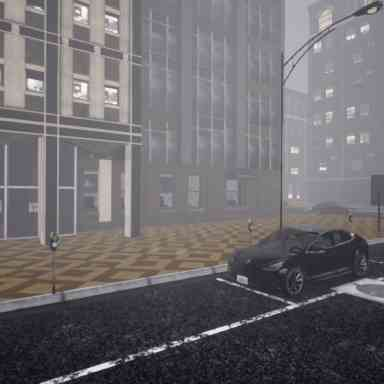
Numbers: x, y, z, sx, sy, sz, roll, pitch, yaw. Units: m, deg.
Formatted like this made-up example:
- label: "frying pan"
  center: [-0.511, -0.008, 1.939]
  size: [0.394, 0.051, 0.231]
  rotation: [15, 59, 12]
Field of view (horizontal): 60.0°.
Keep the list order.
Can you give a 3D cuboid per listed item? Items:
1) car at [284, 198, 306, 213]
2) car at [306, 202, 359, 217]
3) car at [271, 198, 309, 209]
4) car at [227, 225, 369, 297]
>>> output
- label: "car"
  center: [9.754, 1.466, 34.749]
  size: [1.752, 1.417, 4.829]
  rotation: [0, 0, -36]
- label: "car"
  center: [12.956, 1.533, 30.287]
  size: [1.802, 1.307, 4.206]
  rotation: [0, 0, -36]
- label: "car"
  center: [13.059, 1.498, 44.513]
  size: [1.752, 1.417, 4.829]
  rotation: [0, 0, -36]
- label: "car"
  center: [2.888, 1.567, 8.621]
  size: [4.313, 1.339, 1.947]
  rotation: [0, 0, -36]
